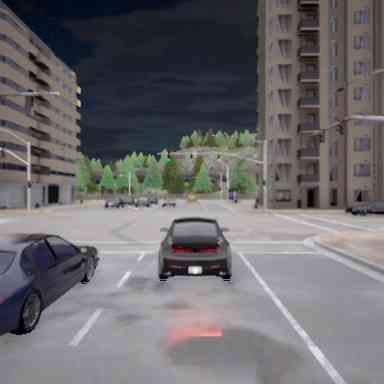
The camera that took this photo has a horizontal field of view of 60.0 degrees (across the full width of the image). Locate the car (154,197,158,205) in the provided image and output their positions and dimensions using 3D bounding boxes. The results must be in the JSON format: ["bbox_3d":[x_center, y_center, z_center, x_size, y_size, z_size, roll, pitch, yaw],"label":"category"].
[{"bbox_3d":[-7.079,1.547,58.593,1.994,1.385,4.181,0,0,0],"label":"car"}]

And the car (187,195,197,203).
[{"bbox_3d":[-0.011,1.457,70.541,1.882,1.535,5.008,0,0,0],"label":"car"}]

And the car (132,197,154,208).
[{"bbox_3d":[-7.103,1.511,48.680,1.812,1.442,4.674,0,0,-1],"label":"car"}]

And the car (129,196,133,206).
[{"bbox_3d":[-10.585,1.488,54.993,1.837,1.490,4.892,0,0,0],"label":"car"}]

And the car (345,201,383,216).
[{"bbox_3d":[17.339,1.539,31.241,5.357,1.411,2.033,0,0,1],"label":"car"}]

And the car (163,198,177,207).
[{"bbox_3d":[-3.424,1.585,51.745,1.895,1.301,4.718,0,0,0],"label":"car"}]

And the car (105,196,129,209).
[{"bbox_3d":[-10.606,1.478,45.720,2.128,1.511,4.902,0,0,0],"label":"car"}]

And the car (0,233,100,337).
[{"bbox_3d":[-3.430,1.546,6.626,2.033,1.411,5.357,0,0,0],"label":"car"}]

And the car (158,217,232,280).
[{"bbox_3d":[0.081,1.503,9.937,1.837,1.490,4.892,0,0,0],"label":"car"}]
